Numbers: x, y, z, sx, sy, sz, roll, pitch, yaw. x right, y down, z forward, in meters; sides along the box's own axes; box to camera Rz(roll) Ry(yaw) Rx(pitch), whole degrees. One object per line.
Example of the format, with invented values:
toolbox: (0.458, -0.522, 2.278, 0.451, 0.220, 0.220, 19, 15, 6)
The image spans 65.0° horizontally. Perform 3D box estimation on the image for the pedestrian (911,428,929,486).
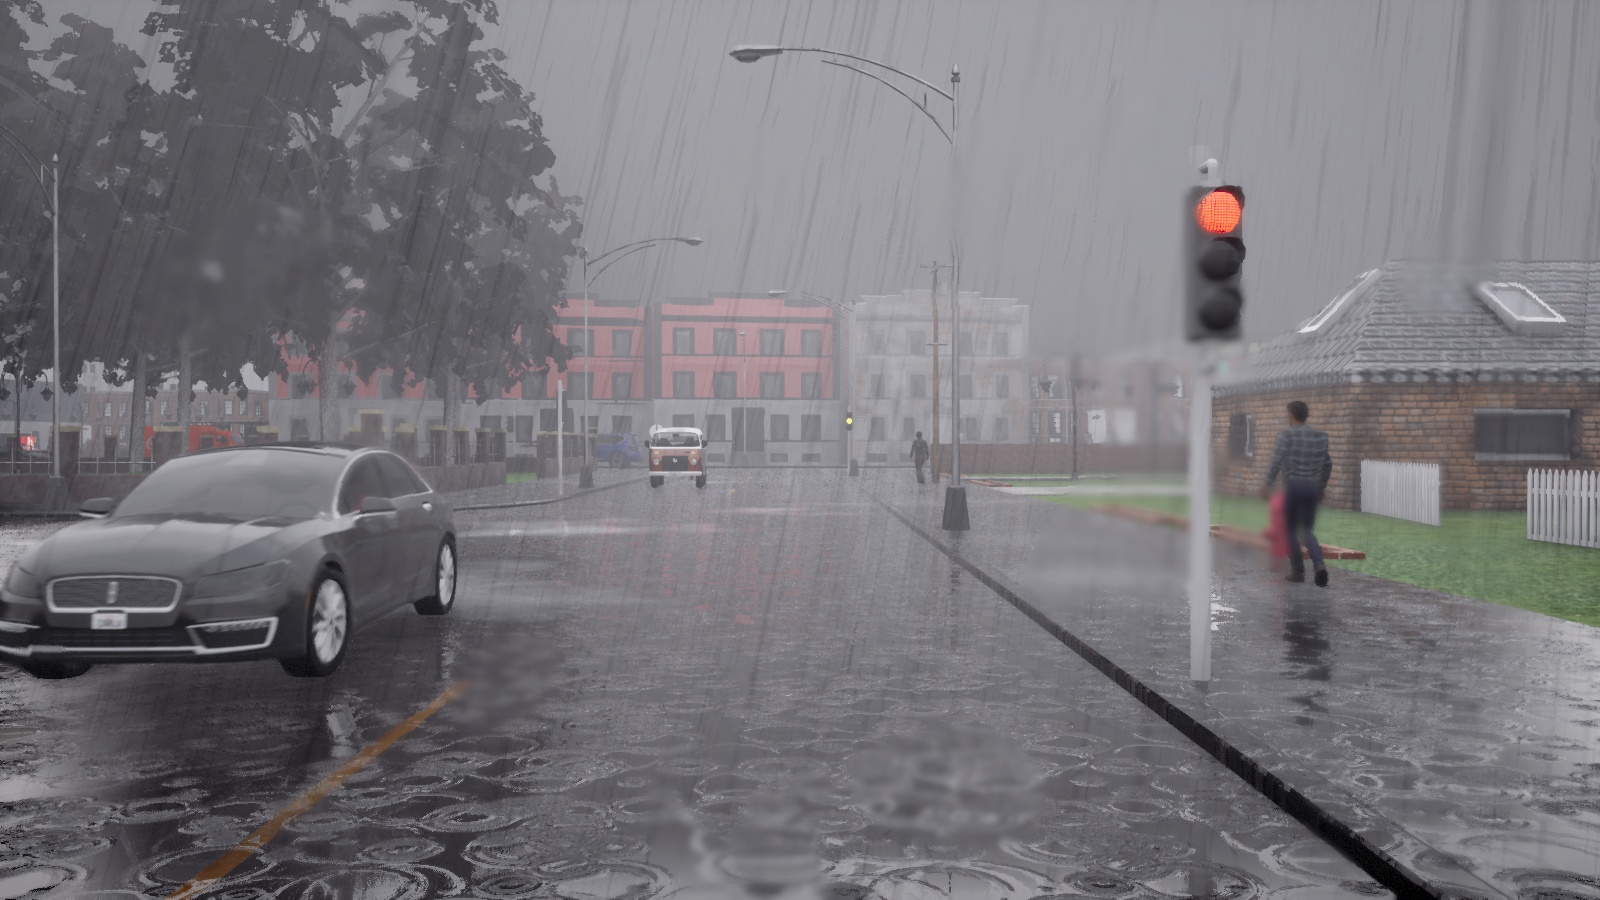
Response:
pedestrian: (4.024, 0.221, 42.181, 0.395, 1.930, 0.692, 0, 0, -13)

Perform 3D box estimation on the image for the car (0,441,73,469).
car: (-42.887, 0.280, 68.747, 4.902, 1.511, 2.128, 0, 0, 0)

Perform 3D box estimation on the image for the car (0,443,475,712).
car: (-3.949, 0.695, 9.426, 1.837, 1.490, 4.892, 0, 0, -1)

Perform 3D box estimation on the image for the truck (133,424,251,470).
truck: (-33.244, -0.155, 68.773, 5.204, 2.467, 2.627, 0, 0, 0)

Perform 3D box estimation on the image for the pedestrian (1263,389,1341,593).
pedestrian: (4.932, 0.390, 12.369, 0.423, 1.949, 0.788, 0, 0, -2)

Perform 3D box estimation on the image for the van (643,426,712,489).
van: (-4.137, 0.224, 42.958, 2.069, 2.038, 4.480, 0, 0, -2)

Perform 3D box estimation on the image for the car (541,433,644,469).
car: (-11.996, 0.044, 72.893, 5.566, 2.045, 2.150, 0, 0, 3)
